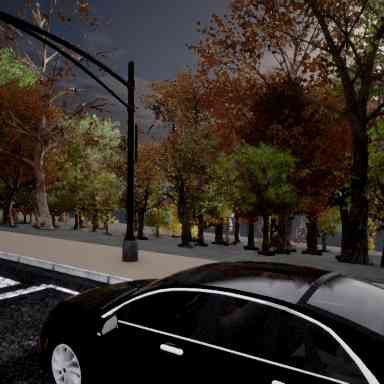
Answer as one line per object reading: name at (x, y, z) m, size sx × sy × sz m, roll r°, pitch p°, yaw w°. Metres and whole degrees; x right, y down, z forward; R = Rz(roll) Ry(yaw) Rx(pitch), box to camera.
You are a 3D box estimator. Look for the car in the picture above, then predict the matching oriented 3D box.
car at (0.376, 1.505, 3.406) m, size 4.892 × 1.490 × 1.837 m, roll 0°, pitch 0°, yaw 36°
